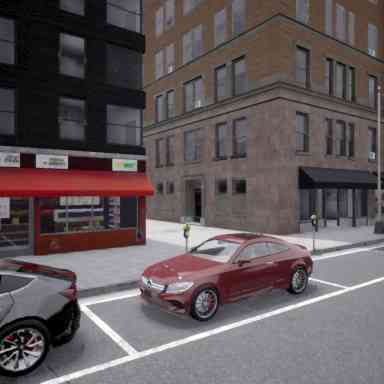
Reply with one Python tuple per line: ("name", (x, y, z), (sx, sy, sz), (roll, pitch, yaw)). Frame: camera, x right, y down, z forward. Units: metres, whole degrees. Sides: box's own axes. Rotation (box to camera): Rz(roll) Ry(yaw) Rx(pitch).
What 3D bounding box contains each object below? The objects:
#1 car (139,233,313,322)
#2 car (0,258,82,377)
("car", (0.915, 1.582, 7.183), (4.206, 1.307, 1.802), (0, 0, -35))
("car", (-3.566, 1.566, 3.991), (4.313, 1.339, 1.947), (0, 0, -35))
